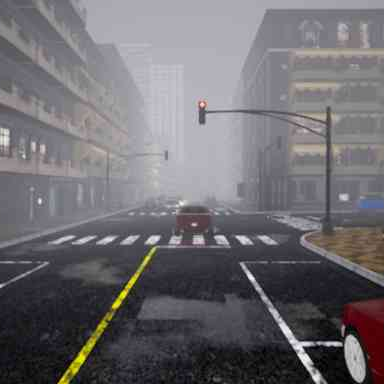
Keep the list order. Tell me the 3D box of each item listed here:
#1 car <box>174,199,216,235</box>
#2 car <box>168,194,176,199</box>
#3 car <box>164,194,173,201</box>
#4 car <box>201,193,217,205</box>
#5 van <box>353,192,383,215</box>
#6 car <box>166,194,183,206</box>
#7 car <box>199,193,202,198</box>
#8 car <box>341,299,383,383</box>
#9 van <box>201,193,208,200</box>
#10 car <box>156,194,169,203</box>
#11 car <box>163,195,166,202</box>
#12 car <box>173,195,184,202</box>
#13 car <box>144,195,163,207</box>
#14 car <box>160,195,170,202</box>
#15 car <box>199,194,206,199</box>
[{"bbox_3d":[0.129,1.399,18.379,1.882,1.535,5.008,0,1,0],"label":"car"},{"bbox_3d":[-5.421,1.252,90.098,1.802,1.307,4.206,-1,0,0],"label":"car"},{"bbox_3d":[-5.457,1.230,78.872,1.752,1.417,4.829,-1,0,0],"label":"car"},{"bbox_3d":[2.837,1.237,51.371,1.967,1.590,4.097,-1,0,0],"label":"car"},{"bbox_3d":[15.724,0.916,27.901,3.998,1.788,1.690,-1,2,-1],"label":"van"},{"bbox_3d":[-2.932,1.342,51.840,2.033,1.411,5.357,0,0,0],"label":"car"},{"bbox_3d":[2.890,1.290,67.955,2.008,1.369,4.403,-1,0,0],"label":"car"},{"bbox_3d":[2.687,1.534,2.373,1.887,1.381,4.507,0,0,0],"label":"car"},{"bbox_3d":[2.922,1.045,79.010,1.690,1.788,3.998,-1,0,0],"label":"van"},{"bbox_3d":[-5.509,1.199,62.458,1.967,1.590,4.097,-1,0,0],"label":"car"},{"bbox_3d":[-5.542,1.363,51.403,1.947,1.339,4.313,-1,0,0],"label":"car"},{"bbox_3d":[-2.794,1.291,68.454,1.994,1.385,4.181,0,0,0],"label":"car"},{"bbox_3d":[-5.558,1.367,45.875,2.008,1.369,4.403,-1,0,0],"label":"car"},{"bbox_3d":[-5.491,1.322,67.987,1.802,1.307,4.206,-1,0,0],"label":"car"},{"bbox_3d":[2.976,1.199,95.595,1.887,1.381,4.507,-1,0,0],"label":"car"}]
